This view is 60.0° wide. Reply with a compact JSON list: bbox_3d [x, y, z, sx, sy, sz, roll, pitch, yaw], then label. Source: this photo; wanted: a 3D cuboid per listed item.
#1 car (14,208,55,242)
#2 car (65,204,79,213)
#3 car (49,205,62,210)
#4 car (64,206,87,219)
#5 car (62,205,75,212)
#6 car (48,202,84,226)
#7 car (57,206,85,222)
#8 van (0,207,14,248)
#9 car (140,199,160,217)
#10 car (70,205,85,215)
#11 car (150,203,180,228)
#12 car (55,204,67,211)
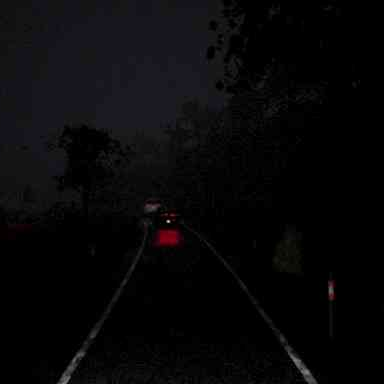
[{"bbox_3d":[-9.829,1.874,18.918,1.946,1.575,5.366,2,-2,-6],"label":"car"},{"bbox_3d":[-24.232,3.325,67.205,2.097,1.535,5.008,0,-2,-25],"label":"car"},{"bbox_3d":[-35.776,4.050,86.952,2.002,1.452,4.674,1,-2,-35],"label":"car"},{"bbox_3d":[-14.234,2.482,41.013,2.231,1.521,4.892,2,-3,-14],"label":"car"},{"bbox_3d":[-27.060,3.551,72.755,2.002,1.452,4.674,0,-2,-27],"label":"car"},{"bbox_3d":[-11.625,1.915,30.117,2.435,2.045,5.566,2,-2,-11],"label":"car"},{"bbox_3d":[-12.841,2.324,35.600,2.231,1.521,4.892,2,-3,-14],"label":"car"},{"bbox_3d":[-9.237,1.527,13.439,1.878,1.987,4.442,2,-2,-7],"label":"van"},{"bbox_3d":[-5.040,1.890,40.802,2.150,2.045,5.566,0,-2,-14],"label":"car"},{"bbox_3d":[-19.379,2.941,56.199,2.097,1.535,5.008,0,-2,-21],"label":"car"},{"bbox_3d":[-2.009,1.850,25.554,1.837,1.490,4.892,0,-1,-9],"label":"car"},{"bbox_3d":[-32.298,3.806,81.892,2.097,1.535,5.008,-2,-1,-30],"label":"car"}]
